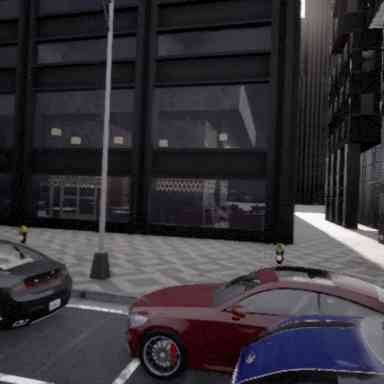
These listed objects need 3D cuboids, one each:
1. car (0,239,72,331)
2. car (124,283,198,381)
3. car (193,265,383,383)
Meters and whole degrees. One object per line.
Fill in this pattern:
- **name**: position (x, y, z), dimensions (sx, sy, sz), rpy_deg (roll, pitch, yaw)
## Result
- **car**: position (-4.288, 1.472, 5.788), dimensions (4.403, 1.369, 2.008), rpy_deg (2, -1, 14)
- **car**: position (1.186, 1.689, 4.466), dimensions (4.206, 1.307, 1.802), rpy_deg (2, -1, 14)
- **car**: position (2.462, 1.480, 2.248), dimensions (4.553, 1.767, 2.097), rpy_deg (2, -1, 14)
